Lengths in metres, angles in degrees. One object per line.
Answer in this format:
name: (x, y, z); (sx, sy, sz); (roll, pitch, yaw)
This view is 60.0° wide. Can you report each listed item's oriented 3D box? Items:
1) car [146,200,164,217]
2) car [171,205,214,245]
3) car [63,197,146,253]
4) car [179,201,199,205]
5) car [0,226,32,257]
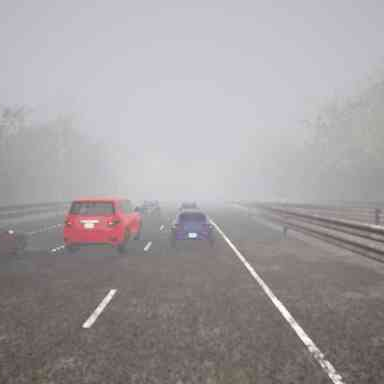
car: (-3.764, 1.508, 31.483); (2.128, 1.511, 4.902); (0, 0, -1)
car: (0.000, 1.528, 15.366); (1.812, 1.442, 4.674); (0, 0, -1)
car: (-3.483, 1.224, 13.862); (2.150, 2.045, 5.566); (0, 0, -1)
car: (-0.274, 1.580, 31.999); (1.994, 1.385, 4.181); (0, 0, -1)
car: (-6.949, 1.550, 10.056); (2.033, 1.411, 5.357); (0, 0, 0)
